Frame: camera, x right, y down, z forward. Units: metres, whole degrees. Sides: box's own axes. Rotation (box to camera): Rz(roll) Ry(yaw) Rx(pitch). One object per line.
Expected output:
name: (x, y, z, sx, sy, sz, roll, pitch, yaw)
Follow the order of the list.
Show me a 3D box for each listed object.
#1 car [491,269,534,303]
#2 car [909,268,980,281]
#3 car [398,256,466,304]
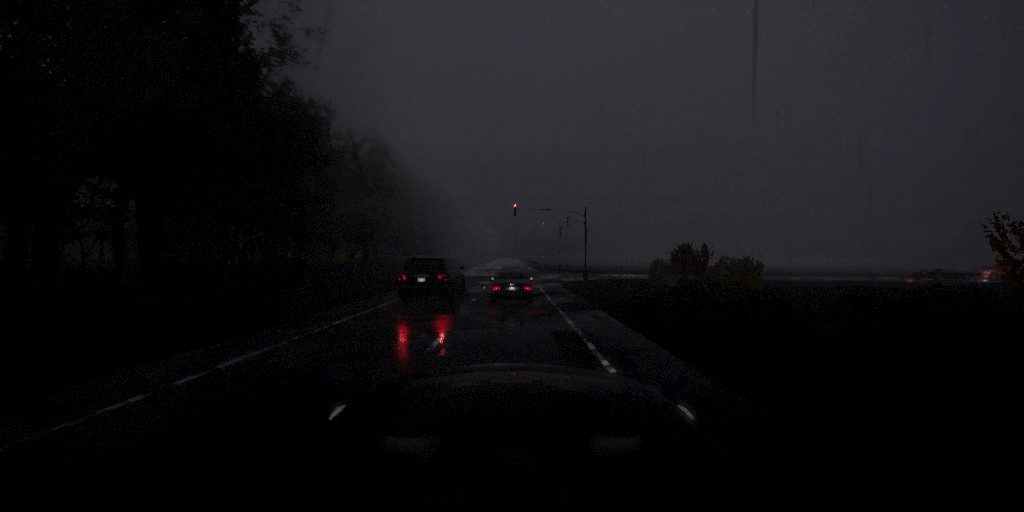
car: (-0.001, 1.317, 16.501, 2.033, 1.411, 5.357, 0, 0, 0)
car: (43.548, 1.841, 36.344, 4.718, 1.301, 1.895, 1, -1, 0)
car: (-3.500, 1.012, 16.533, 2.150, 2.045, 5.566, 0, 0, 0)
